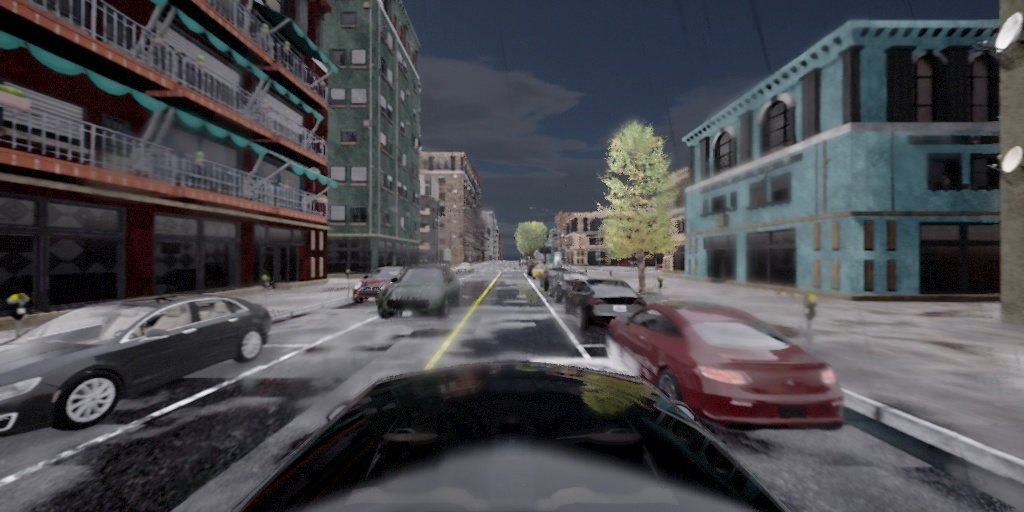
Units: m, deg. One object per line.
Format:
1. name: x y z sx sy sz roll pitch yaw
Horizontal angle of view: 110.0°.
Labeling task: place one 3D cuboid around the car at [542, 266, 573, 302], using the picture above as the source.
1. car: 2.688 1.352 16.576 2.007 1.370 4.403 0 0 0

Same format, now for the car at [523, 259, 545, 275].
1. car: 2.686 1.198 38.735 2.192 1.841 5.009 0 0 0

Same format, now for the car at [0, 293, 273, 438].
1. car: -5.691 1.312 5.499 2.007 1.370 4.403 0 0 0

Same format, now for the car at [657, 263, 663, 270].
1. car: 26.140 1.630 58.764 4.507 1.381 1.888 0 0 0

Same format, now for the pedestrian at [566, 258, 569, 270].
1. pedestrian: 8.129 1.185 52.684 0.375 1.860 0.375 0 0 0

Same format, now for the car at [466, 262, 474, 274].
1. car: -5.697 1.429 44.104 1.751 1.417 4.829 0 0 0

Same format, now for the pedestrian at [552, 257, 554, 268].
1. pedestrian: 6.128 1.080 53.284 0.375 1.860 0.375 0 0 0

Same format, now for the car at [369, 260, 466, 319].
1. car: -3.102 1.139 12.891 2.097 1.767 4.553 0 0 0

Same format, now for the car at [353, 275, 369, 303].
1. car: -5.693 1.241 16.576 1.967 1.591 4.097 0 0 0

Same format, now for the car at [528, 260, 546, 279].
1. car: 2.686 1.388 33.365 1.751 1.417 4.829 0 0 0

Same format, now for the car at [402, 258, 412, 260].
1. car: -17.283 1.220 58.503 5.009 1.841 2.192 0 0 0

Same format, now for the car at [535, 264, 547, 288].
1. car: 2.687 1.388 22.116 1.948 1.339 4.313 0 0 0

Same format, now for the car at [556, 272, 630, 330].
1. car: 2.689 1.347 11.039 1.948 1.339 4.313 0 0 0

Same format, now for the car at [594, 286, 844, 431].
1. car: 2.690 1.344 5.499 1.802 1.307 4.207 0 0 0
